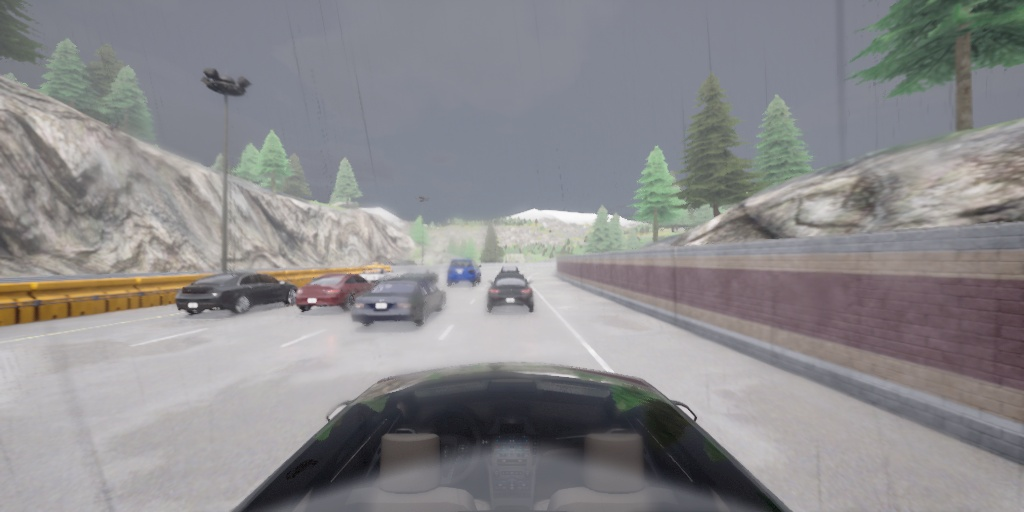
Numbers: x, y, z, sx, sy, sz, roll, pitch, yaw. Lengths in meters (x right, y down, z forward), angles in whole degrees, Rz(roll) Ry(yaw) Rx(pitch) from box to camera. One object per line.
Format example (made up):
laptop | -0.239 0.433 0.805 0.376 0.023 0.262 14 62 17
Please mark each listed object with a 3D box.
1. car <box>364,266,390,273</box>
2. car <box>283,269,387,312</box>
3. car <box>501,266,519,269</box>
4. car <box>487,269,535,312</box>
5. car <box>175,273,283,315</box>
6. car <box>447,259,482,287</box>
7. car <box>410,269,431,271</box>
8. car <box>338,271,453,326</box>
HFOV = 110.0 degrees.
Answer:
car | -10.664 1.666 28.628 1.895 1.301 4.718 0 -1 1
car | -7.048 1.430 14.948 1.812 1.442 4.674 0 0 0
car | -0.151 1.564 29.354 2.128 1.511 4.902 0 -1 1
car | -0.048 1.431 15.039 1.812 1.442 4.674 0 0 0
car | -10.546 1.403 14.272 1.837 1.490 4.892 0 0 0
car | -3.678 1.282 28.189 2.150 2.045 5.566 0 0 1
car | -7.164 1.666 28.667 1.895 1.301 4.718 0 -1 1
car | -3.545 1.420 12.187 2.033 1.411 5.357 0 -1 0
